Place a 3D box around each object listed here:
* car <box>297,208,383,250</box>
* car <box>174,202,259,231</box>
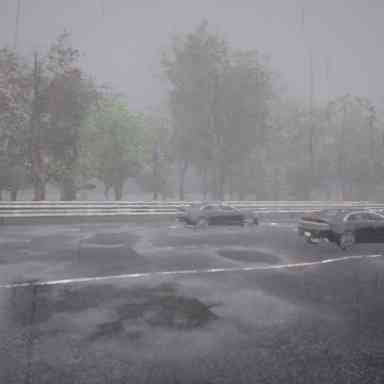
[{"bbox_3d":[6.530,1.403,13.277,4.902,1.511,2.128,1,1,-22],"label":"car"},{"bbox_3d":[1.449,1.326,18.771,4.902,1.511,2.128,1,0,-22],"label":"car"}]
